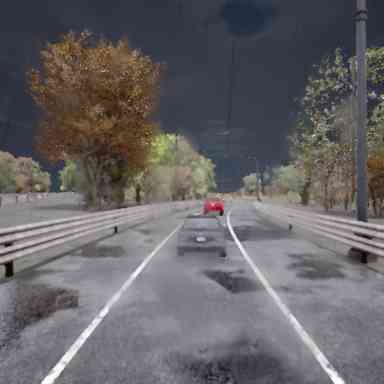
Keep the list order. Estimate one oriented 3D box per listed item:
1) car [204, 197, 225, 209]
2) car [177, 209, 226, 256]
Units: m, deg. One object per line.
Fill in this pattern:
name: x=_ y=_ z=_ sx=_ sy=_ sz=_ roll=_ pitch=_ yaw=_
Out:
car: x=2.647 y=1.566 z=39.342 sx=2.150 sy=2.045 sz=5.566 roll=0 pitch=0 yaw=7
car: x=0.426 y=1.668 z=13.714 sx=2.033 sy=1.411 sz=5.357 roll=0 pitch=0 yaw=3
